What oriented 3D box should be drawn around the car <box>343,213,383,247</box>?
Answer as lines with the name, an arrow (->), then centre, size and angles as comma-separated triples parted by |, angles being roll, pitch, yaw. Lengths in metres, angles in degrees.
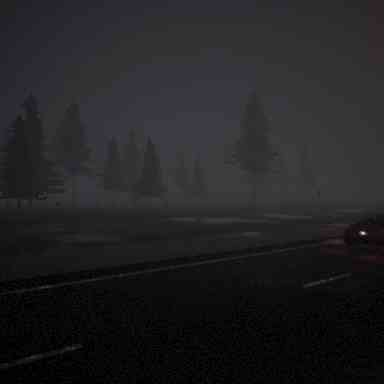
car -> 8.268, 1.573, 14.066 | 4.181, 1.385, 1.994 | 0, 0, -35
